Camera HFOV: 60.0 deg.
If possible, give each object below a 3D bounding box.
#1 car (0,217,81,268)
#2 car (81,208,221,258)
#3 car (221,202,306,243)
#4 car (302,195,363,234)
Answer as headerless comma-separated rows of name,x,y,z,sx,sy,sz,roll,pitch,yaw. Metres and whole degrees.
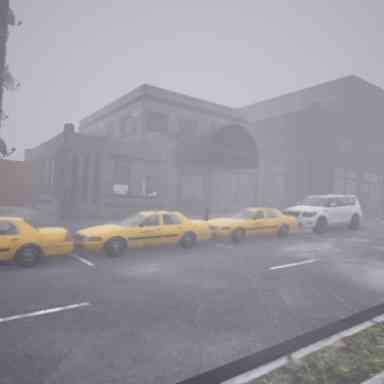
car,-6.226,1.385,9.444,5.366,1.575,1.946,0,0,-35
car,-1.704,1.396,12.615,5.366,1.575,1.946,0,0,-35
car,2.814,1.409,15.795,5.366,1.575,1.946,0,0,-35
car,7.567,1.175,19.136,5.566,2.045,2.435,0,0,-35
